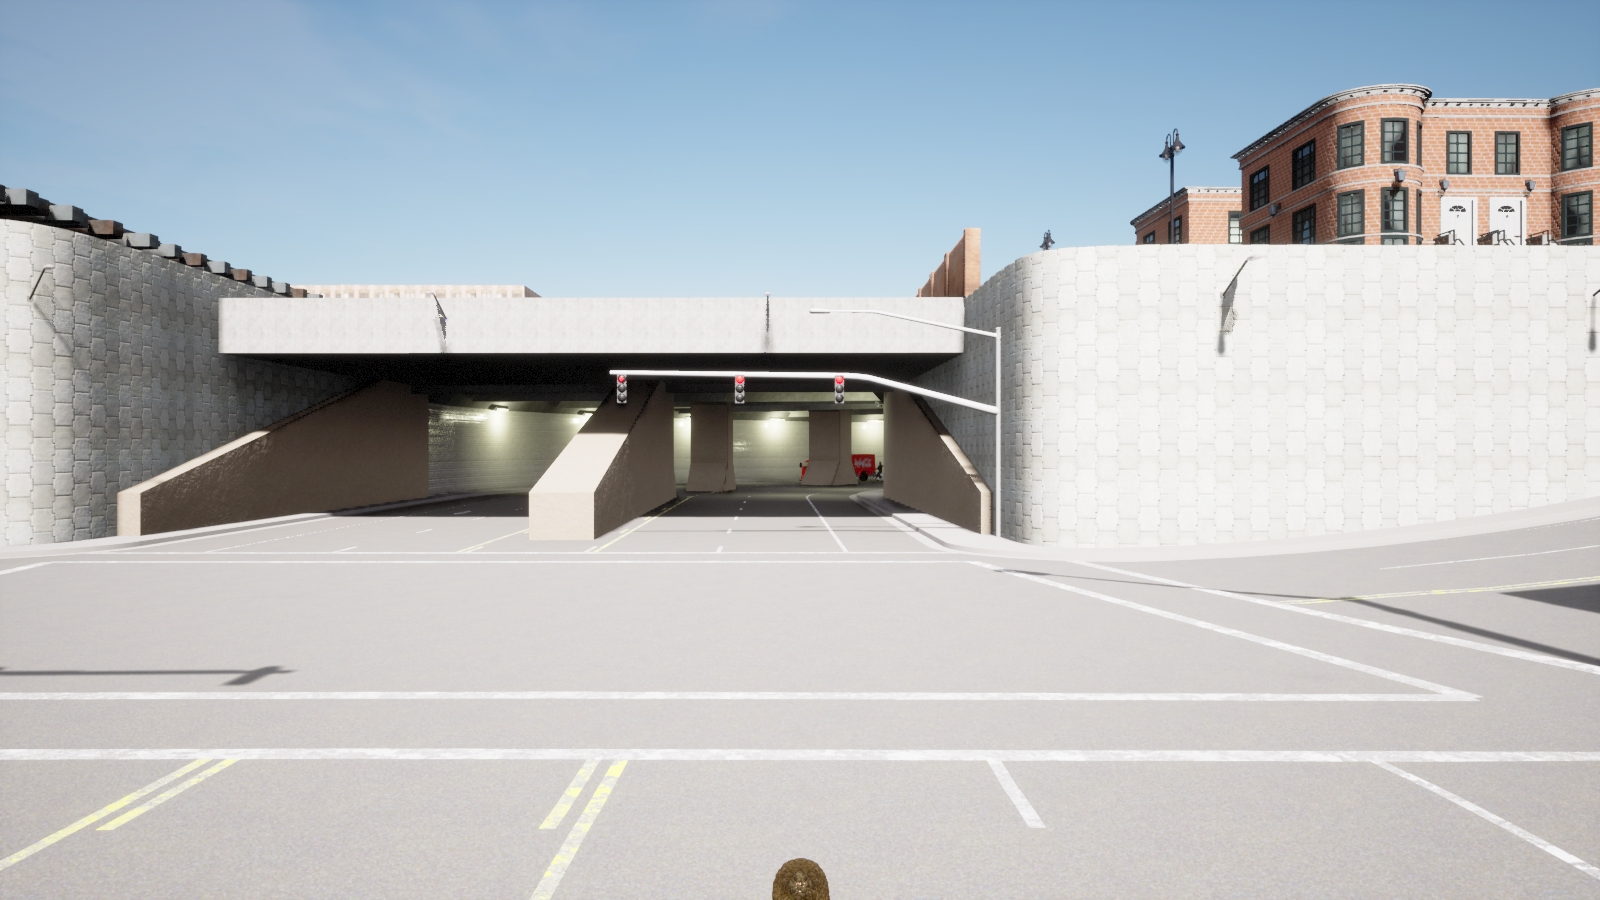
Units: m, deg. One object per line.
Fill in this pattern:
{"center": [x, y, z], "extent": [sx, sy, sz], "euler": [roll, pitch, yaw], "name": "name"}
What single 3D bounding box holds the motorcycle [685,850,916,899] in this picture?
{"center": [0.004, 2.174, 3.443], "extent": [0.803, 1.224, 2.033], "euler": [0, 0, 0], "name": "motorcycle"}
